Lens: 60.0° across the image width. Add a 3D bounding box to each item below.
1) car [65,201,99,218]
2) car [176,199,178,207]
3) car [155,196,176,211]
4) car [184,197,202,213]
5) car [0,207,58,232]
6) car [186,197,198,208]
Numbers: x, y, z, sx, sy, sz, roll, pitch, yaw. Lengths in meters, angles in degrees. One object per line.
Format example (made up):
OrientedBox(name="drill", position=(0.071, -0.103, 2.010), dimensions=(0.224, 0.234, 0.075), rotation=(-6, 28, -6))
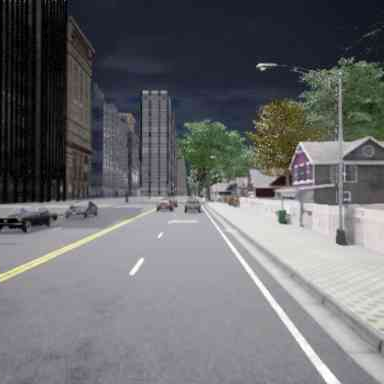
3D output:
OrientedBox(name="car", position=(-9.758, 1.511, 29.857), dimensions=(1.812, 1.442, 4.674), rotation=(0, 0, 0))
OrientedBox(name="car", position=(-3.259, 1.411, 51.091), dimensions=(2.097, 1.767, 4.553), rotation=(0, 0, 0))
OrientedBox(name="car", position=(-3.262, 1.554, 40.407), dimensions=(1.812, 1.442, 4.674), rotation=(0, 0, 0))
OrientedBox(name="car", position=(0.090, 1.519, 38.171), dimensions=(2.128, 1.511, 4.902), rotation=(0, -1, 0))
OrientedBox(name="car", position=(-9.798, 1.564, 19.745), dimensions=(1.895, 1.301, 4.718), rotation=(0, 0, 1))
OrientedBox(name="car", position=(-0.011, 1.577, 51.623), dimensions=(1.837, 1.490, 4.892), rotation=(0, 0, 0))
